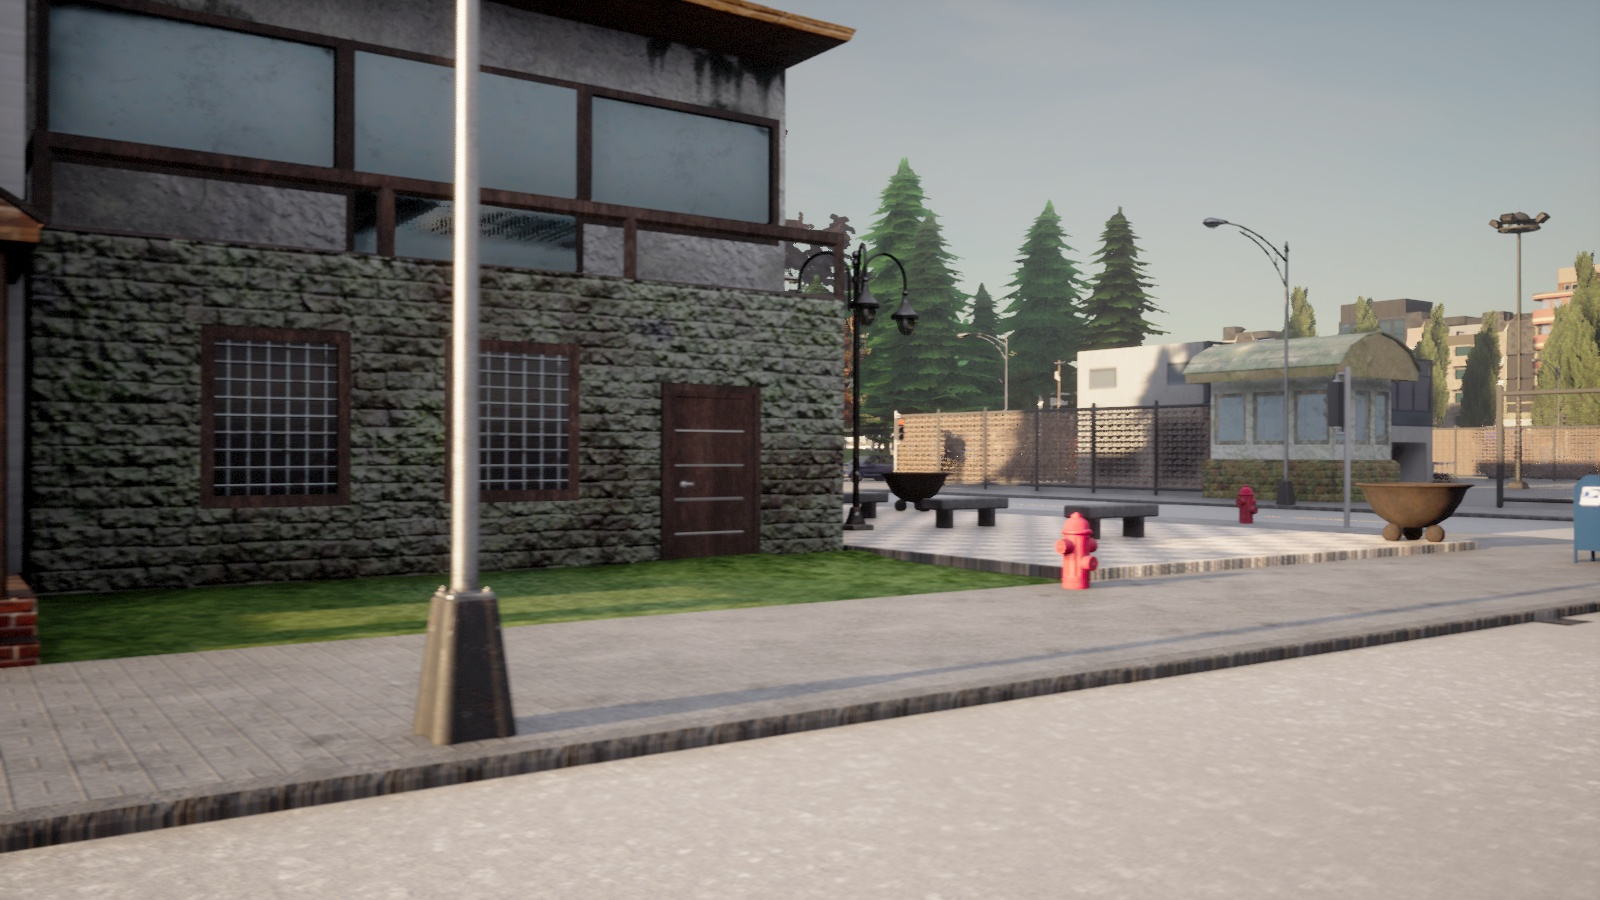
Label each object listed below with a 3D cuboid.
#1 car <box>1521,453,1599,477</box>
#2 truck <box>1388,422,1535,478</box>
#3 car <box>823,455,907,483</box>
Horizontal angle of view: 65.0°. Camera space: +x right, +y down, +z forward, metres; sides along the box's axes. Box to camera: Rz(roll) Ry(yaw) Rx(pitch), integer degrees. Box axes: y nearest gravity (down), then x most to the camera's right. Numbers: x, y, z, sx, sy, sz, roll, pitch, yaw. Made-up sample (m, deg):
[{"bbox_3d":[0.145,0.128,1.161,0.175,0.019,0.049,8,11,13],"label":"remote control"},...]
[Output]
[{"bbox_3d":[48.950,0.939,80.931,1.970,1.475,3.806,0,0,-35],"label":"car"},{"bbox_3d":[42.772,-0.002,81.386,7.936,3.462,2.891,0,0,42],"label":"truck"},{"bbox_3d":[3.479,0.978,66.773,4.193,1.474,1.816,0,0,-35],"label":"car"}]
